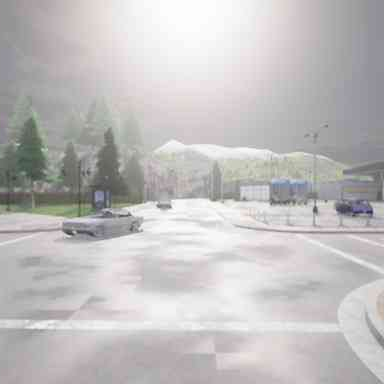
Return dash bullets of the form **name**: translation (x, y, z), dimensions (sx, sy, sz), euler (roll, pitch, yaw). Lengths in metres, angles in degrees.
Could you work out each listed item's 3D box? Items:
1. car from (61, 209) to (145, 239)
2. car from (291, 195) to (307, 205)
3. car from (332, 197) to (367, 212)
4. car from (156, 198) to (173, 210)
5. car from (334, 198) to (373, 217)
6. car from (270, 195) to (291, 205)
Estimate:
- **car**: translation (-4.569, 1.587, 17.718), dimensions (1.895, 1.301, 4.718), euler (0, 0, 26)
- **car**: translation (17.298, 1.286, 54.763), dimensions (2.152, 1.636, 5.027), euler (0, 0, 0)
- **car**: translation (16.981, 1.355, 36.099), dimensions (1.970, 1.475, 3.806), euler (0, 0, 0)
- **car**: translation (-3.532, 1.490, 43.280), dimensions (1.812, 1.442, 4.674), euler (0, 0, 0)
- **car**: translation (13.934, 1.351, 28.706), dimensions (1.845, 1.501, 3.633), euler (0, 0, 0)
- **car**: translation (14.160, 1.295, 54.739), dimensions (2.007, 1.523, 4.514), euler (0, 0, 0)
